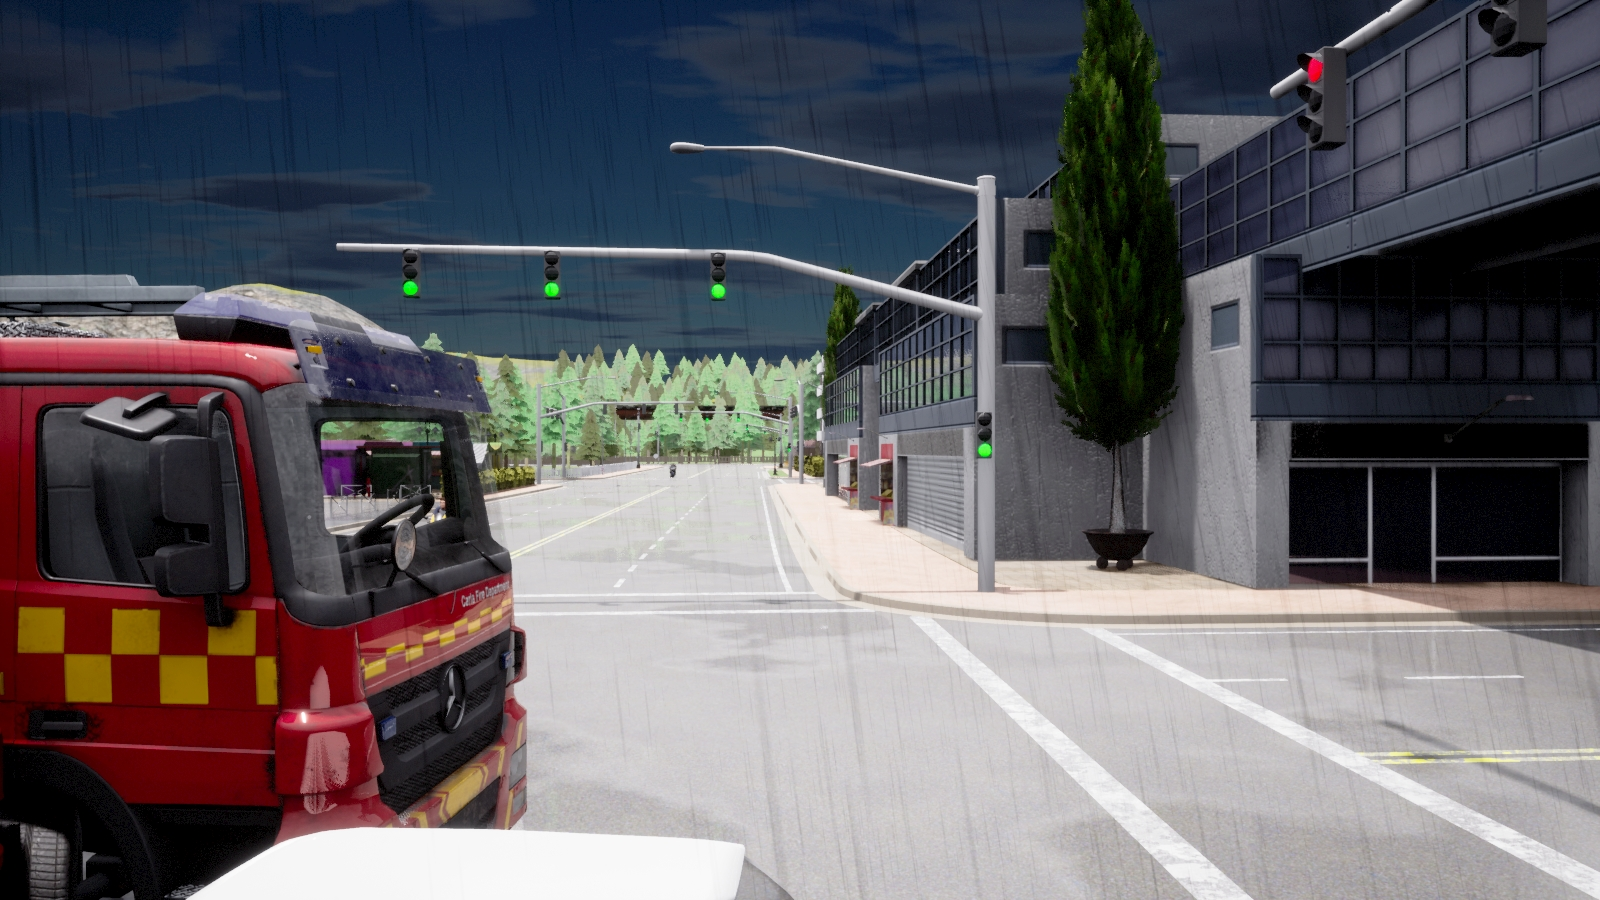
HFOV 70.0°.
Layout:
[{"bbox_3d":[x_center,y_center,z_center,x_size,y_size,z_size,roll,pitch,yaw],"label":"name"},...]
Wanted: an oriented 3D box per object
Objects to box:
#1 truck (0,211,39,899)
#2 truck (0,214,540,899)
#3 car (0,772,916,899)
[{"bbox_3d":[-7.587,0.890,3.490,8.468,3.827,2.891,0,0,-3],"label":"truck"},{"bbox_3d":[-6.102,0.890,6.659,8.468,3.827,2.891,0,0,4],"label":"truck"},{"bbox_3d":[-1.549,2.065,3.579,3.806,1.475,1.970,0,0,5],"label":"car"}]
